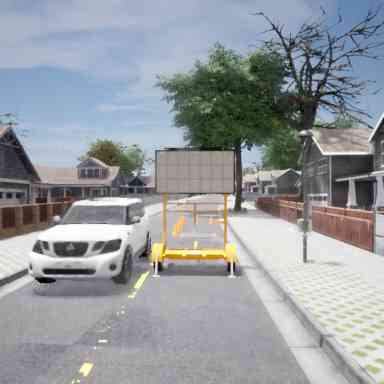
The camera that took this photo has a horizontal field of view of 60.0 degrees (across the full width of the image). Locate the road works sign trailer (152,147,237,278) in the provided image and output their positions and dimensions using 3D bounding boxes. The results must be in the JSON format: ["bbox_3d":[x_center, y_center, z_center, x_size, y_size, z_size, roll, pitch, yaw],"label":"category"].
[{"bbox_3d":[0.097,0.458,10.138,2.380,3.560,2.880,0,0,2],"label":"road works sign trailer"}]

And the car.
[{"bbox_3d":[-2.586,1.217,9.892,2.150,2.045,5.566,0,0,1],"label":"car"}]
